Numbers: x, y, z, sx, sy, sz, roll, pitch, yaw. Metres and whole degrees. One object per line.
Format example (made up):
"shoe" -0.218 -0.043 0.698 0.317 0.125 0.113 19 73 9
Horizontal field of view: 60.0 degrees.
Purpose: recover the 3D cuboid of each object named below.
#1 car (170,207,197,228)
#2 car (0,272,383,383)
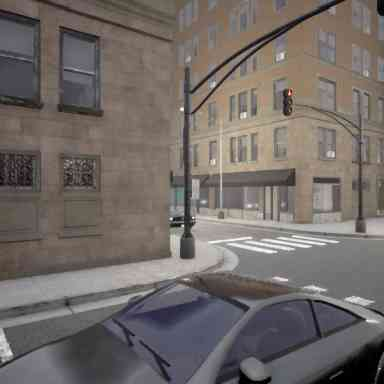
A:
"car" -1.760 1.502 19.830 1.895 1.301 4.718 0 0 -36
"car" 0.232 1.564 3.119 4.181 1.385 1.994 0 0 -36
